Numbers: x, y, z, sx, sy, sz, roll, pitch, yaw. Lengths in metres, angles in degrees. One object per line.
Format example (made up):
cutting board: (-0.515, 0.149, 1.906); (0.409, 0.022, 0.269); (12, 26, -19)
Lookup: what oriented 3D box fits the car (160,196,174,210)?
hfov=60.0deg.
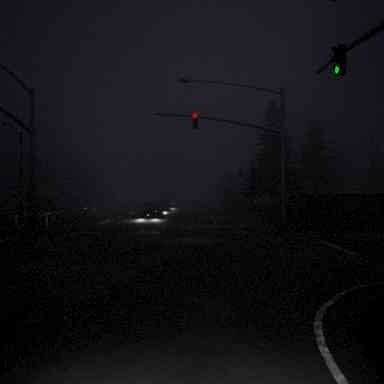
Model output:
car: (-3.703, 1.547, 40.666); (2.033, 1.411, 5.357); (0, 0, 0)

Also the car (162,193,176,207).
car: (-3.678, 1.221, 51.019); (2.150, 2.045, 5.566); (0, 0, -2)

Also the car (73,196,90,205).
car: (-17.597, 1.374, 52.990); (1.845, 1.501, 3.633); (0, 0, 0)

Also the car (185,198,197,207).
car: (-0.137, 1.601, 51.214); (1.895, 1.301, 4.718); (0, 0, 0)

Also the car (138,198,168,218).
car: (-3.682, 1.547, 30.561); (2.033, 1.411, 5.357); (0, 0, 0)

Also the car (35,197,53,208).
car: (-20.631, 1.384, 45.590); (1.970, 1.475, 3.806); (0, 0, 0)
